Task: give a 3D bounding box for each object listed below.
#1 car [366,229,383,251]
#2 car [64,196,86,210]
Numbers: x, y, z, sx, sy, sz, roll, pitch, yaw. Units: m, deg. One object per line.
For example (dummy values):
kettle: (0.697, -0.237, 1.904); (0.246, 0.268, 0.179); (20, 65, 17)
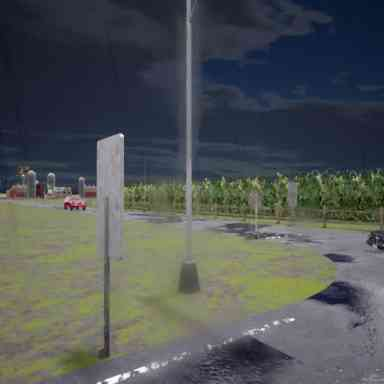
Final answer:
car: (9.257, 1.569, 11.759); (5.357, 1.411, 2.033); (0, 0, 6)
car: (-17.905, 1.681, 50.660); (2.150, 2.045, 5.566); (0, -1, -34)
